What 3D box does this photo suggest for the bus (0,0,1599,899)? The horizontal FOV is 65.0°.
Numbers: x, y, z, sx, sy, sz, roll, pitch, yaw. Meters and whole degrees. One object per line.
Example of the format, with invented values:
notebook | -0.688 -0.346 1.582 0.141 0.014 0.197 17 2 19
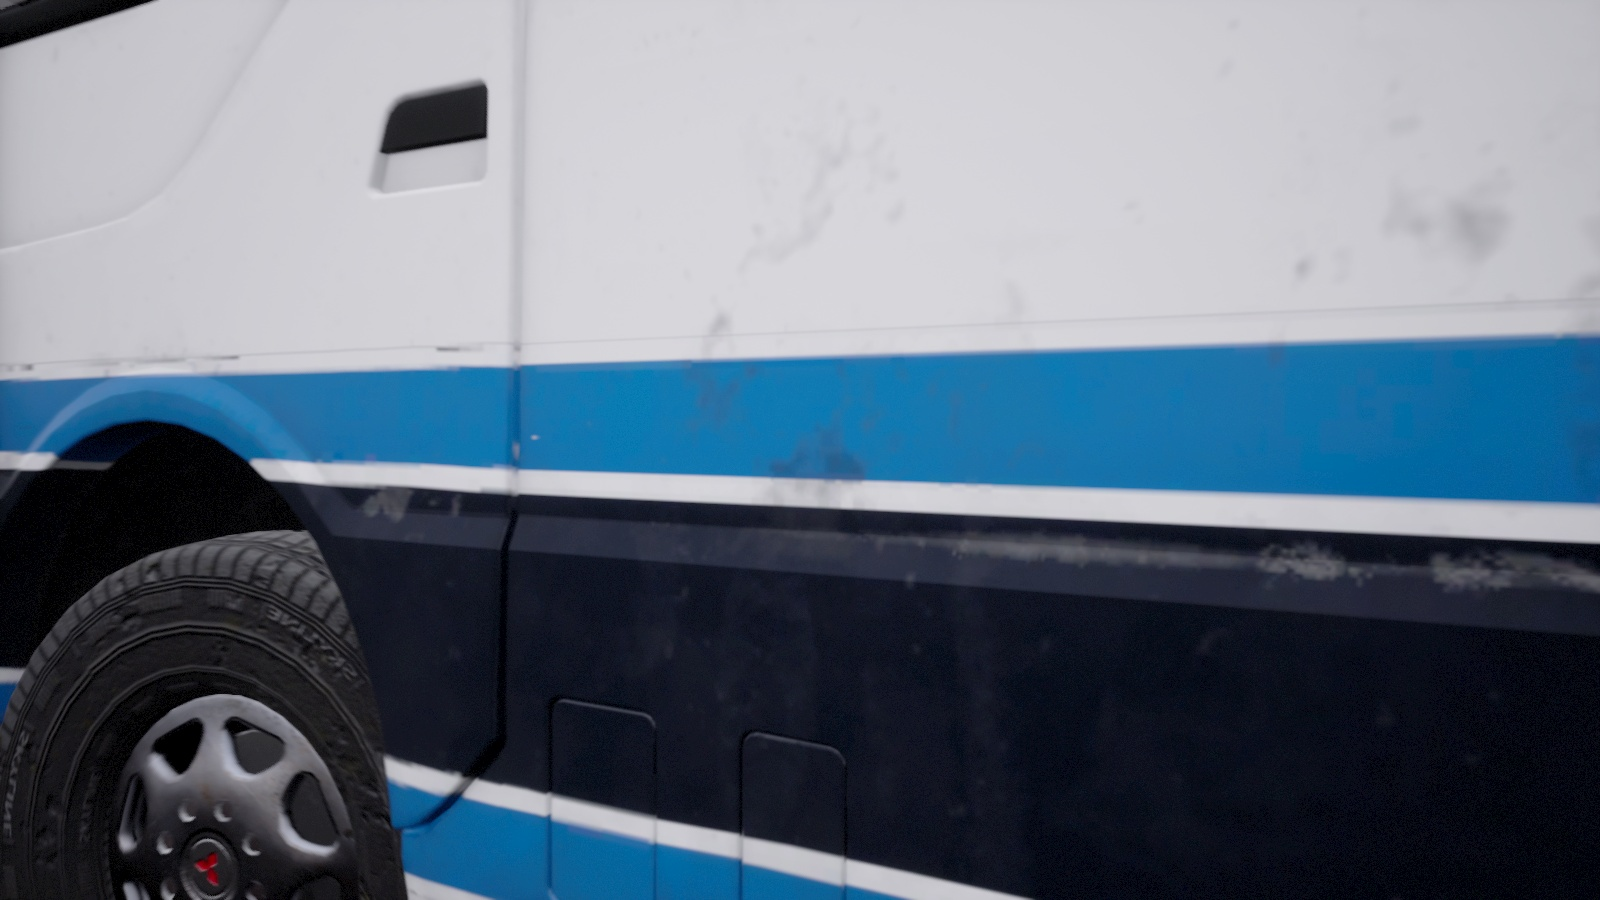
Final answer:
bus | 2.178 -0.695 2.050 10.273 4.253 3.944 0 0 32
